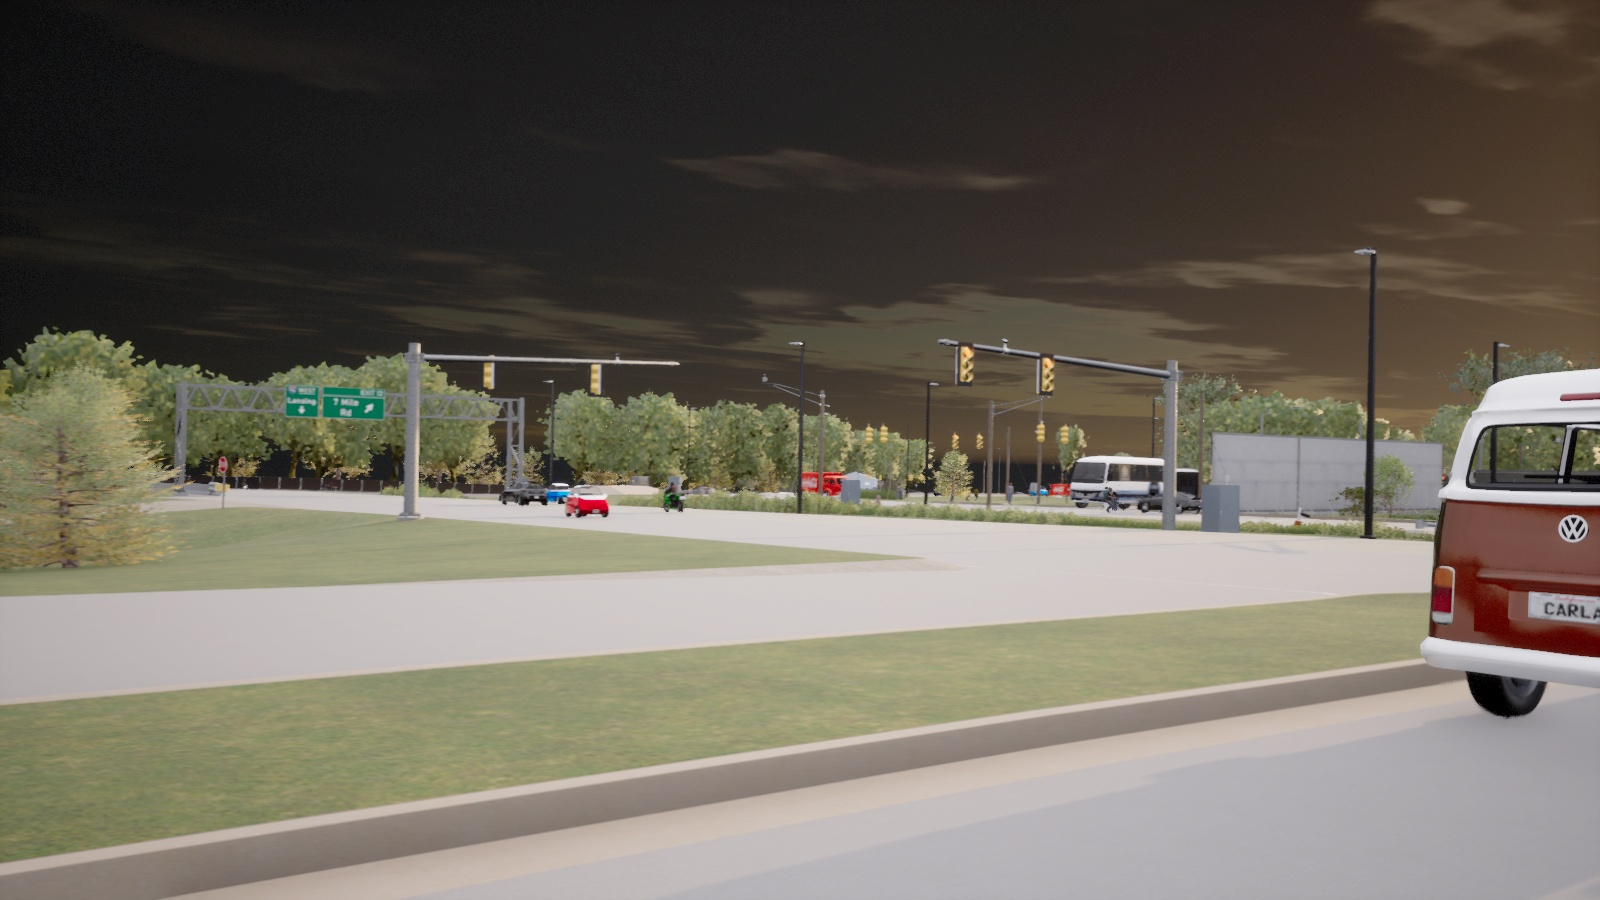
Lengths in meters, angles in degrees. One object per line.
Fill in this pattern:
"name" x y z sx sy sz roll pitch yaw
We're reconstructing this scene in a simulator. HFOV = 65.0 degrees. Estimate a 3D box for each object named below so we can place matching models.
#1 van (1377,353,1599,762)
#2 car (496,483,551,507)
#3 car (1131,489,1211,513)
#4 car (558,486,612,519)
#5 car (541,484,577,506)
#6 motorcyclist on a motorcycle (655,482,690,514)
"van" 5.757 0.586 7.670 4.480 2.038 2.069 2 -2 -35
"car" -17.005 2.741 77.099 1.816 1.474 4.193 1 -2 -34
"car" 24.719 3.370 83.831 2.128 1.511 4.902 1 -1 -34
"car" -9.125 2.203 53.256 1.481 1.376 2.207 1 -2 -34
"car" -15.614 2.894 81.254 1.481 1.376 2.207 1 -1 -34
"motorcyclist on a motorcycle" -6.234 2.351 61.412 0.797 1.523 2.044 1 -2 -34
